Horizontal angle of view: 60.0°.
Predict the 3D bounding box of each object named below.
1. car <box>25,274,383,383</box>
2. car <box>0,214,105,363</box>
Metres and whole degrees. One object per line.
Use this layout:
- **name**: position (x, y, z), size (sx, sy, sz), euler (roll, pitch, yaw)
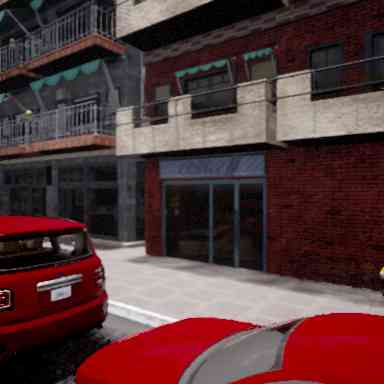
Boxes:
- **car**: position (1.065, 1.544, 2.118), size (4.507, 1.381, 1.887), euler (0, 0, 36)
- **car**: position (-3.517, 1.291, 5.389), size (5.009, 1.841, 2.192), euler (0, 0, 36)
